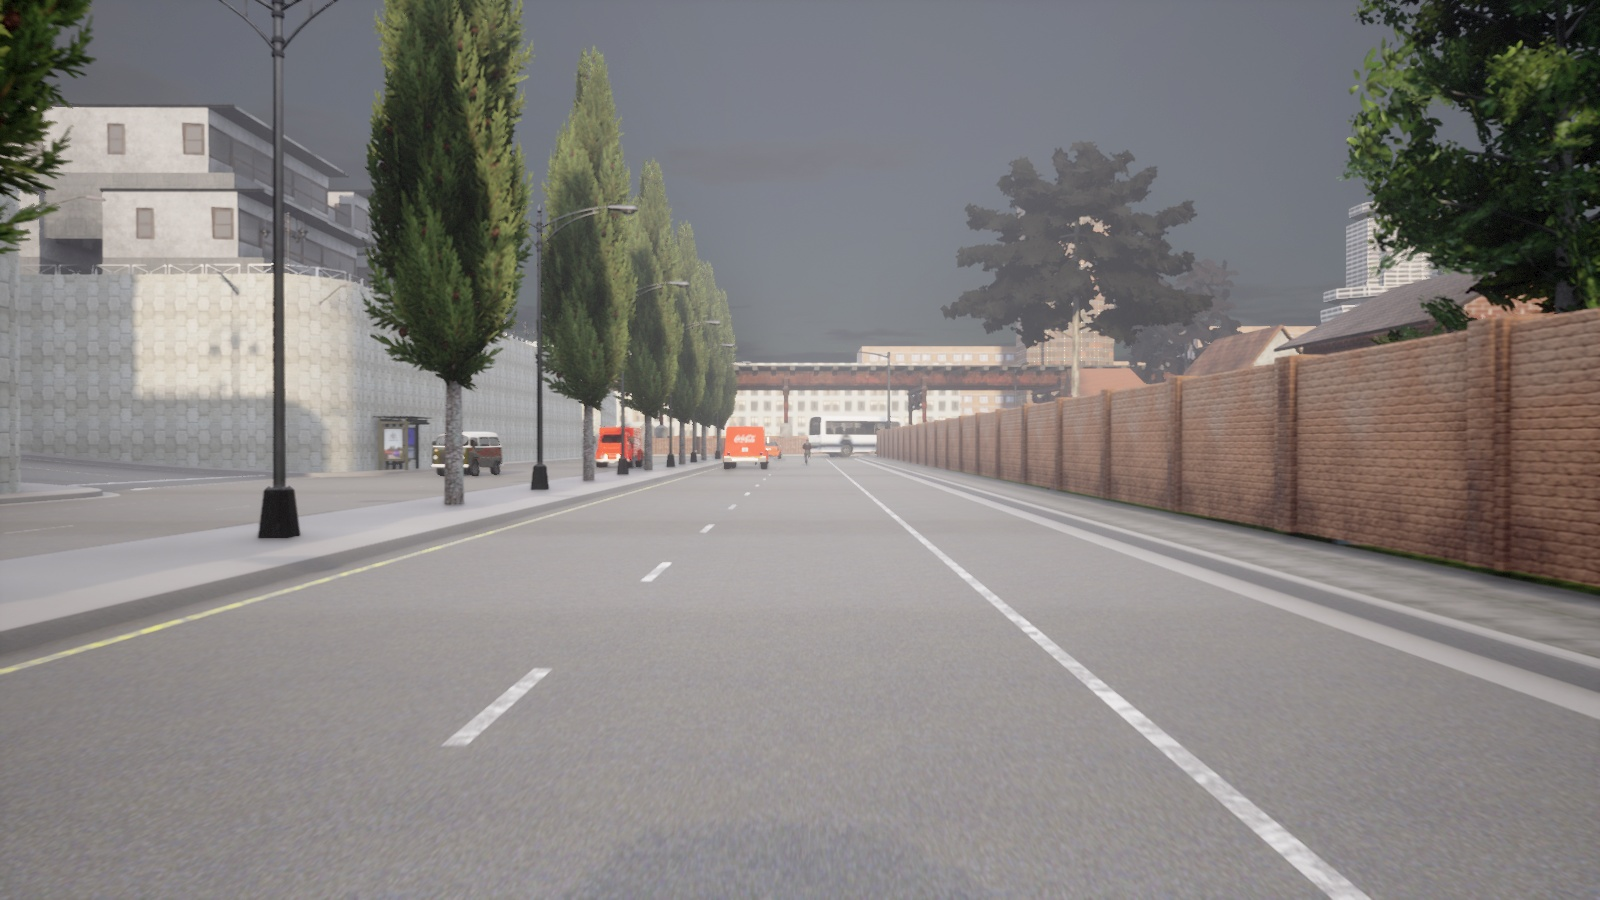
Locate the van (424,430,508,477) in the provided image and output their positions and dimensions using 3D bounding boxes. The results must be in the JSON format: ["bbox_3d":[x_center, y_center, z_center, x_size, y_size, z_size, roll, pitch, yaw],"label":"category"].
[{"bbox_3d":[-15.137,0.136,57.143,2.069,2.038,4.480,0,0,9],"label":"van"}]

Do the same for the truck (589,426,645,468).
[{"bbox_3d":[-11.051,-0.179,76.198,2.627,2.467,5.204,0,0,0],"label":"truck"}]

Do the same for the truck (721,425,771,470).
[{"bbox_3d":[-3.070,-0.154,72.922,2.627,2.467,5.204,0,0,0],"label":"truck"}]
